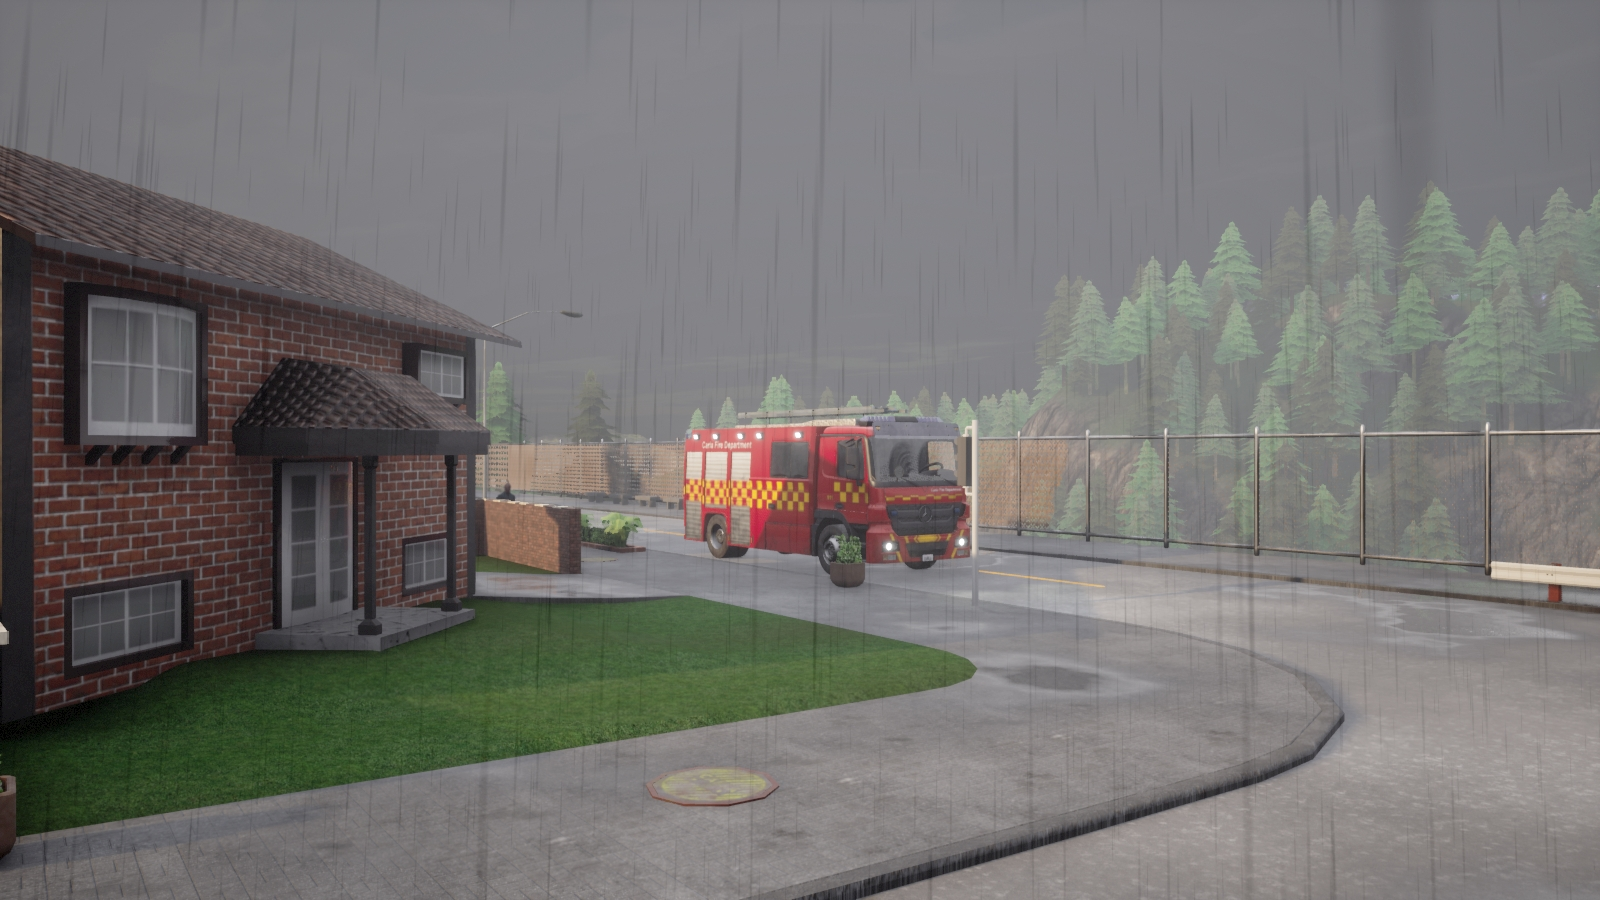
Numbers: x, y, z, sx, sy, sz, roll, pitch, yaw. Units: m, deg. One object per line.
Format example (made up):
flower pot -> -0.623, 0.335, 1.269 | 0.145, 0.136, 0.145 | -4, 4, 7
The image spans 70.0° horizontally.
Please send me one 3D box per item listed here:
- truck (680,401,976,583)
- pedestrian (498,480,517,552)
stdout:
truck -> 0.353, 0.890, 28.322 | 2.891, 3.827, 8.468 | 0, 0, -35
pedestrian -> -7.771, 1.745, 30.371 | 0.375, 1.860, 0.375 | 0, 0, -36
